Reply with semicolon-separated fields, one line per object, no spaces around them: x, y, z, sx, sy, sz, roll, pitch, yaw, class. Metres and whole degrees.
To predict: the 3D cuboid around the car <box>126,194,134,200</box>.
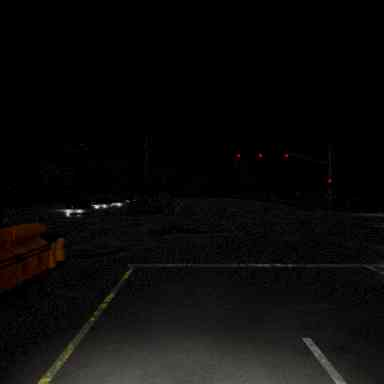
-15.553;1.154;83.743;1.837;1.490;4.892;0;0;-10;car

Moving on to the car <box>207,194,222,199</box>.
6.905;1.145;94.739;2.033;1.411;5.357;0;0;-18;car

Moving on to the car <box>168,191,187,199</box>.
-4.265;0.822;95.294;2.150;2.045;5.566;0;0;-22;car

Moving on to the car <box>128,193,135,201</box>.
-14.133;1.054;73.601;2.097;1.767;4.553;0;0;-3;car

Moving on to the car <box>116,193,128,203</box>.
-14.033;1.345;63.332;1.895;1.301;4.718;0;0;1;car

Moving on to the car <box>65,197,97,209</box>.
-14.092;1.387;41.798;2.033;1.411;5.357;0;0;0;car

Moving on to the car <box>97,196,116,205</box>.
-14.080;1.354;52.953;1.994;1.385;4.181;0;0;0;car
